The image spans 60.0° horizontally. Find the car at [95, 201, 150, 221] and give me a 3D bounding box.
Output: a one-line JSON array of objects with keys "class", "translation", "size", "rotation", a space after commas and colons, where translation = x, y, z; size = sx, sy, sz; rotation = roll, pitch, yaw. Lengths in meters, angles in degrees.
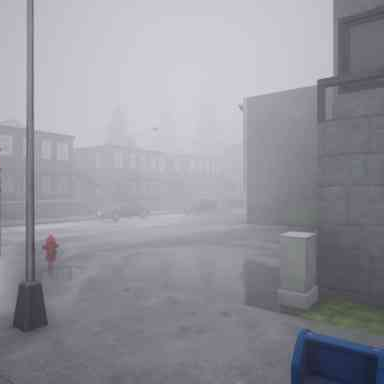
[{"class": "car", "translation": [-5.564, 1.491, 27.068], "size": [2.128, 1.511, 4.902], "rotation": [0, 0, 36]}]

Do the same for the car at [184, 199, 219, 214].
[{"class": "car", "translation": [1.051, 1.491, 36.313], "size": [2.128, 1.511, 4.902], "rotation": [0, 0, 36]}]
